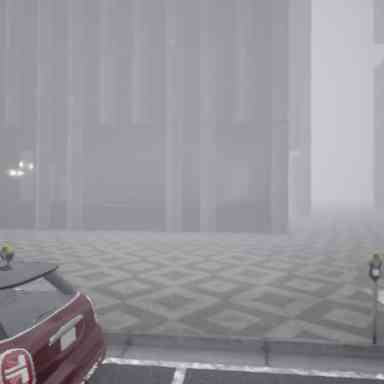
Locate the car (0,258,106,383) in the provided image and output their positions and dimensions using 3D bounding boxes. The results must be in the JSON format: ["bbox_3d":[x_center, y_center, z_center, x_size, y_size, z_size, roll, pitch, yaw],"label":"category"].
[{"bbox_3d":[-3.141,1.462,3.487,4.097,1.590,1.967,0,0,6],"label":"car"}]
